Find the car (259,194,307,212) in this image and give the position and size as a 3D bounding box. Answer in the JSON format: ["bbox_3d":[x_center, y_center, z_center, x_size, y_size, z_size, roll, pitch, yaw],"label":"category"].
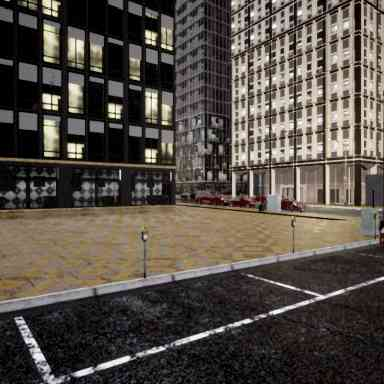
[{"bbox_3d":[8.942,1.069,31.921,1.967,1.590,4.097,1,0,-36],"label":"car"}]

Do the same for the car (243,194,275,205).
[{"bbox_3d":[9.212,0.983,45.915,1.802,1.307,4.206,1,0,-36],"label":"car"}]

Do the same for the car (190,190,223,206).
[{"bbox_3d":[2.446,0.730,40.978,2.192,1.841,5.009,1,0,-36],"label":"car"}]

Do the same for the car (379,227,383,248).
[{"bbox_3d":[9.140,1.440,13.090,4.097,1.590,1.967,0,0,-36],"label":"car"}]

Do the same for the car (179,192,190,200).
[{"bbox_3d":[-0.540,0.645,59.508,1.947,1.339,4.313,1,0,-36],"label":"car"}]

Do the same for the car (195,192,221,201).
[{"bbox_3d":[2.613,0.709,55.115,1.752,1.417,4.829,1,0,-36],"label":"car"}]

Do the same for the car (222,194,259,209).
[{"bbox_3d":[5.689,1.104,36.450,1.802,1.307,4.206,1,0,-36],"label":"car"}]
